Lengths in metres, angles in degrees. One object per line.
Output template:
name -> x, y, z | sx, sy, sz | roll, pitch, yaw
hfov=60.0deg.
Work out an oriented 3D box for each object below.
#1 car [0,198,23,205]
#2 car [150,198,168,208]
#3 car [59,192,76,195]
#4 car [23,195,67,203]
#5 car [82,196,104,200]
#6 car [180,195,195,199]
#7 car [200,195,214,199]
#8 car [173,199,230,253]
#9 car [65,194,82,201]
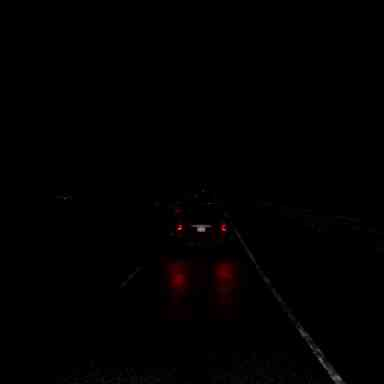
car -> -19.247, 1.410, 36.327 | 1.994, 1.385, 4.181 | 0, 0, 4
car -> -4.519, 1.527, 46.397 | 1.994, 1.385, 4.181 | 0, 0, 4
car -> -21.408, 1.052, 56.662 | 2.150, 2.045, 5.566 | 0, 0, 4
car -> -15.765, 1.380, 35.955 | 1.837, 1.490, 4.892 | 0, -1, 4
car -> -14.754, 1.359, 51.583 | 1.882, 1.535, 5.008 | 0, 1, 4
car -> -1.027, 1.516, 46.162 | 1.812, 1.442, 4.674 | 0, 0, 4
car -> 2.465, 1.566, 45.945 | 2.033, 1.411, 5.357 | 0, 0, 4
car -> 0.468, 1.355, 13.985 | 2.097, 1.767, 4.553 | 0, 0, 4
car -> -18.175, 1.455, 52.776 | 1.895, 1.301, 4.718 | 0, 0, 4
